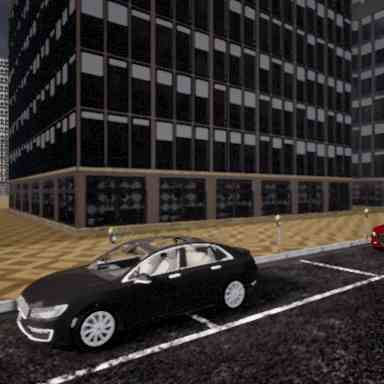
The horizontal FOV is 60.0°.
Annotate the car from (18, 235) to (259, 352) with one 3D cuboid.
[{"bbox_3d":[-0.694,1.531,6.061,4.403,1.369,2.008,0,1,-35],"label":"car"}]

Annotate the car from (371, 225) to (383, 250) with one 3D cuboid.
[{"bbox_3d":[8.575,1.448,12.670,4.507,1.381,1.887,0,1,-35],"label":"car"}]
